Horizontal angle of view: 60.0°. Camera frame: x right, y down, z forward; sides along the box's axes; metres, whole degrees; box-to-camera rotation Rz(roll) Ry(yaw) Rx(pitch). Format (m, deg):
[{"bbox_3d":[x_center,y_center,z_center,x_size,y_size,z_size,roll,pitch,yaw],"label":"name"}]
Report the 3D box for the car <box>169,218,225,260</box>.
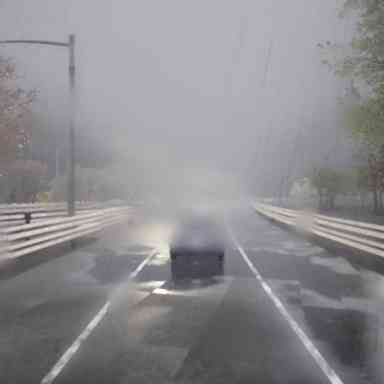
[{"bbox_3d":[0.268,1.705,13.158,1.994,1.385,4.181,0,0,3],"label":"car"}]
